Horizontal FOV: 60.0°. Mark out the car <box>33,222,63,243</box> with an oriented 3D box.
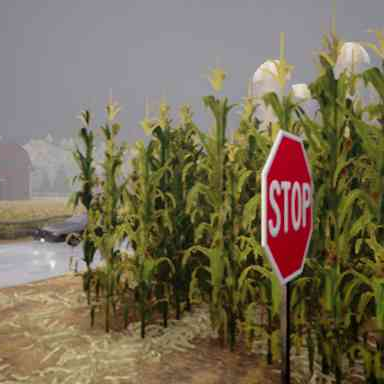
[{"bbox_3d":[-5.050,1.745,16.774,2.033,1.411,5.357,0,0,34],"label":"car"}]
